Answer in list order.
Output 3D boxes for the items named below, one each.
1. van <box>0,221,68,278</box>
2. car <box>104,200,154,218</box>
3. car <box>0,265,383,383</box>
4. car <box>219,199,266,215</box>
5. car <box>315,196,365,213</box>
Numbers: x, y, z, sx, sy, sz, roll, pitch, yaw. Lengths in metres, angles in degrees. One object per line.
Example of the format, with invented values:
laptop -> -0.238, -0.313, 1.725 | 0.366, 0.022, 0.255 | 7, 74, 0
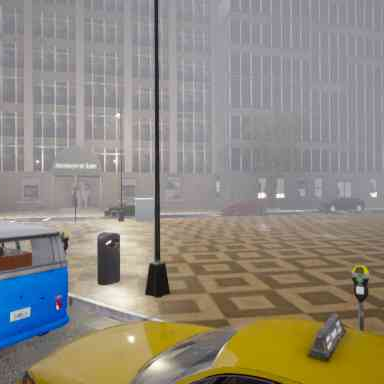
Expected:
van -> -3.722, 1.343, 5.372 | 3.998, 1.788, 1.690 | 0, 0, 35
car -> -5.161, 1.396, 27.499 | 4.181, 1.385, 1.994 | 0, 0, -14
car -> 0.649, 1.526, 2.263 | 4.829, 1.417, 1.752 | 0, 0, 35
car -> 4.553, 1.320, 29.924 | 4.181, 1.385, 1.994 | 0, 0, -14
car -> 14.412, 1.191, 32.367 | 4.892, 1.490, 1.837 | 0, 0, -14
